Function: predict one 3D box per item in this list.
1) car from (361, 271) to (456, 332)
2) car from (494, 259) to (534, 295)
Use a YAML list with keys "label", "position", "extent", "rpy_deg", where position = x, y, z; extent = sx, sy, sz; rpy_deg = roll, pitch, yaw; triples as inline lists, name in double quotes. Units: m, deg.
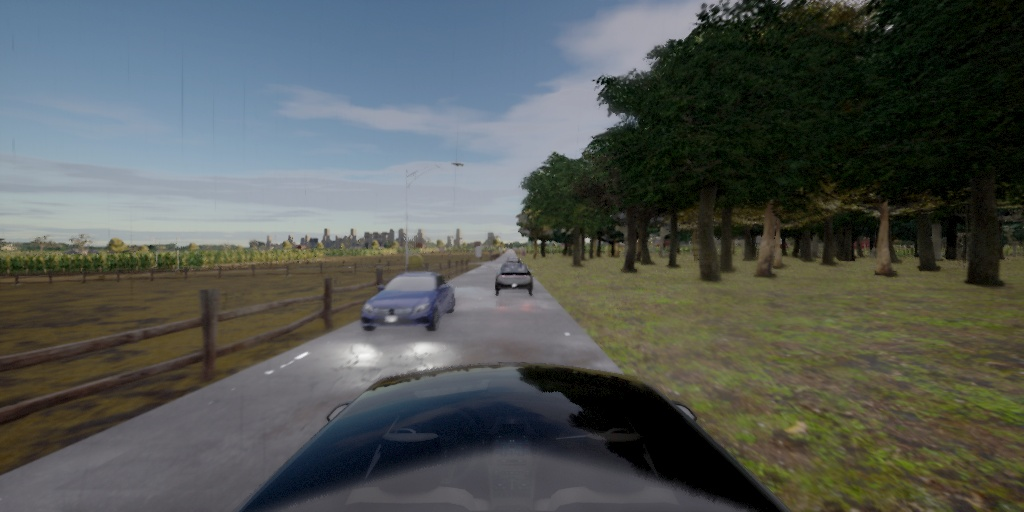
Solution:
- label: "car"
  position: [-2.847, 1.217, 10.797]
  extent: [1.812, 1.442, 4.674]
  rpy_deg: [0, 0, 0]
- label: "car"
  position: [0.106, 1.119, 18.783]
  extent: [2.128, 1.511, 4.902]
  rpy_deg: [0, 0, 0]
